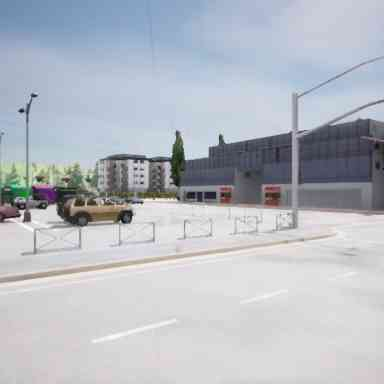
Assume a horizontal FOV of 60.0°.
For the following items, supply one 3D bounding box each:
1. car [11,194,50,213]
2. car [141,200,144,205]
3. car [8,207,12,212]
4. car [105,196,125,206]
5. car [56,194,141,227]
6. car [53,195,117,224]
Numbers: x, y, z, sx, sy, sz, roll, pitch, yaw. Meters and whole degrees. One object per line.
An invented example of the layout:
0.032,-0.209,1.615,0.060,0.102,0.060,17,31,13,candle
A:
-18.927,1.152,39.583,3.866,1.878,1.905,0,0,-35,car
-10.521,1.610,59.964,2.033,1.411,5.357,0,0,-34,car
-20.591,1.392,41.953,3.806,1.475,1.970,0,0,-35,car
-13.429,1.560,58.016,1.837,1.490,4.892,0,0,-34,car
-5.930,1.150,21.195,4.605,1.855,1.932,0,0,-35,car
-7.558,1.153,23.589,3.866,1.878,1.905,0,0,-35,car
